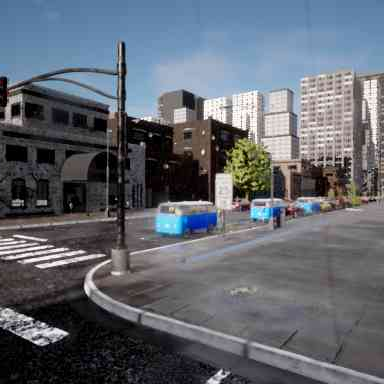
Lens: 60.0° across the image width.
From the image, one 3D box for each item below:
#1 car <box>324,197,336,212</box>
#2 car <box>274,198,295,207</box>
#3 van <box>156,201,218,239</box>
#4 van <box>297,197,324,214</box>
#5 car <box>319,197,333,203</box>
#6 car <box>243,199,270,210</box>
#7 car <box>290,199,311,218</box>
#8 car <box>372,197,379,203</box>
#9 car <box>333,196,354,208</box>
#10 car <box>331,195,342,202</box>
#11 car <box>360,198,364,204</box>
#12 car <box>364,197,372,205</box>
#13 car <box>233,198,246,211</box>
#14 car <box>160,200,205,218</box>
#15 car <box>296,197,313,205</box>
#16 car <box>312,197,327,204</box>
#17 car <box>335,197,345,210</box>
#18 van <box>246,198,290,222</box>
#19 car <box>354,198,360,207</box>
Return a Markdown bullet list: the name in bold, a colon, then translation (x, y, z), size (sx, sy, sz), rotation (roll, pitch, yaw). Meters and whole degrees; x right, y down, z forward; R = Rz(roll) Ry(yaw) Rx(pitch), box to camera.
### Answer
- **car**: translation (15.755, 1.671, 40.433), size (1.752, 1.417, 4.829), rotation (0, 0, 35)
- **car**: translation (15.129, 1.666, 54.161), size (1.887, 1.381, 4.507), rotation (0, 0, 35)
- **van**: translation (-0.163, 1.407, 17.668), size (1.690, 1.788, 3.998), rotation (0, 0, 35)
- **van**: translation (12.494, 1.469, 35.768), size (1.690, 1.788, 3.998), rotation (0, 0, 35)
- **car**: translation (30.950, 1.792, 76.786), size (1.947, 1.339, 4.313), rotation (0, 0, 35)
- **car**: translation (8.800, 1.629, 45.111), size (1.887, 1.381, 4.507), rotation (0, 0, 35)
- **car**: translation (9.328, 1.655, 31.243), size (1.887, 1.381, 4.507), rotation (0, 0, 35)
- **car**: translation (44.137, 1.900, 81.020), size (1.947, 1.339, 4.313), rotation (0, 0, 35)
- **car**: translation (21.988, 1.497, 49.345), size (2.192, 1.841, 5.009), rotation (0, 0, 35)
- **car**: translation (37.279, 1.713, 85.836), size (1.967, 1.590, 4.097), rotation (0, 0, 35)
- **car**: translation (28.413, 1.748, 58.534), size (1.752, 1.417, 4.829), rotation (0, 0, 35)
- **car**: translation (34.644, 1.810, 67.444), size (1.887, 1.381, 4.507), rotation (0, 0, 35)
- **car**: translation (5.637, 1.507, 40.587), size (1.967, 1.590, 4.097), rotation (0, 0, 35)
- **car**: translation (-0.790, 1.558, 31.396), size (1.752, 1.417, 4.829), rotation (0, 0, 35)
- **car**: translation (21.458, 1.706, 63.211), size (1.887, 1.381, 4.507), rotation (0, 0, 35)
- **car**: translation (27.688, 1.729, 72.122), size (1.752, 1.417, 4.829), rotation (0, 0, 35)
- **car**: translation (18.822, 1.729, 44.818), size (1.947, 1.339, 4.313), rotation (0, 0, 35)
- **van**: translation (6.165, 1.436, 26.718), size (1.690, 1.788, 3.998), rotation (0, 0, 35)
- **car**: translation (25.152, 1.517, 53.870), size (2.192, 1.841, 5.009), rotation (0, 0, 35)
